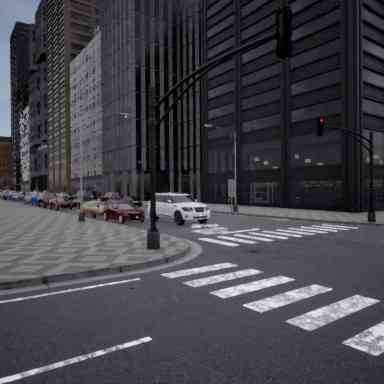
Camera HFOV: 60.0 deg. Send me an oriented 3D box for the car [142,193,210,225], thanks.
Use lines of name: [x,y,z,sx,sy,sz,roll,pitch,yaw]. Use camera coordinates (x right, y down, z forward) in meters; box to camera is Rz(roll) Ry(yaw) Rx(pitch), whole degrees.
car: [-1.078,1.085,23.303,2.150,2.045,5.566,-1,1,-36]

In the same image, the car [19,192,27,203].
car: [-24.803,1.124,51.336,2.008,1.369,4.403,0,1,-36]

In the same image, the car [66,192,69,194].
car: [-21.904,0.828,57.301,2.097,1.767,4.553,-1,1,-36]

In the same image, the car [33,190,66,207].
car: [-18.197,0.994,42.228,2.192,1.841,5.009,0,1,-36]

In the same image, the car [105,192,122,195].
car: [-11.294,0.897,47.231,2.192,1.841,5.009,0,1,-36]

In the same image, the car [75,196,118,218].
car: [-8.191,1.352,28.432,1.752,1.417,4.829,0,1,-36]

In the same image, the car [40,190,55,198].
car: [-34.410,0.506,79.100,2.192,1.841,5.009,0,1,-36]

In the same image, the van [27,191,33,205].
van: [-21.500,0.968,46.782,1.690,1.788,3.998,0,1,-36]

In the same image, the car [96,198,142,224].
car: [-4.987,1.415,24.017,1.887,1.381,4.507,0,1,-36]

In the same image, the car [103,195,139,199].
car: [-7.089,1.327,31.601,2.033,1.411,5.357,-1,1,-35]

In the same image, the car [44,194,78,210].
car: [-14.895,1.274,37.676,1.887,1.381,4.507,0,1,-36]

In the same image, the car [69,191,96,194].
car: [-15.724,0.797,48.847,2.150,2.045,5.566,-1,1,-38]

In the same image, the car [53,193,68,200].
car: [-27.807,0.851,69.997,1.887,1.381,4.507,0,1,-36]

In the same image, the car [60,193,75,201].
car: [-24.504,0.946,65.445,1.802,1.307,4.206,0,1,-36]

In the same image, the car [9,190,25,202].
car: [-31.407,0.901,60.441,1.967,1.590,4.097,0,1,-36]

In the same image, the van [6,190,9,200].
van: [-34.709,0.745,64.993,1.690,1.788,3.998,0,1,-36]

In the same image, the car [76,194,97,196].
car: [-12.979,1.257,39.748,1.994,1.385,4.181,-1,1,-35]

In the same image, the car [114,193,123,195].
car: [-7.993,1.198,42.680,1.947,1.339,4.313,0,1,-36]

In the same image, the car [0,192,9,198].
car: [-44.617,0.774,78.653,1.887,1.381,4.507,0,1,-36]

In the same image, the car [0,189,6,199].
car: [-38.011,0.661,69.546,2.192,1.841,5.009,0,1,-36]

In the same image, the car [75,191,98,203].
car: [-17.899,0.791,56.337,2.192,1.841,5.009,0,1,-36]
